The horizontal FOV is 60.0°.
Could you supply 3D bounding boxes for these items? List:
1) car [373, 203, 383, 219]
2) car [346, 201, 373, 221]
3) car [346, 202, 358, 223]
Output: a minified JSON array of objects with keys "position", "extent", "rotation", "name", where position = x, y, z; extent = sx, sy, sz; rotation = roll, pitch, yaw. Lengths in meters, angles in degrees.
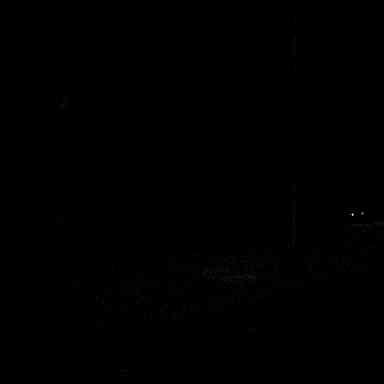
[{"position":[15.885,1.581,29.030],"extent":[1.947,1.339,4.313],"rotation":[0,0,-35],"name":"car"},{"position":[10.885,1.209,26.595],"extent":[2.150,2.045,5.566],"rotation":[0,0,-35],"name":"car"},{"position":[9.347,1.540,24.374],"extent":[1.947,1.339,4.313],"rotation":[0,0,-35],"name":"car"}]
